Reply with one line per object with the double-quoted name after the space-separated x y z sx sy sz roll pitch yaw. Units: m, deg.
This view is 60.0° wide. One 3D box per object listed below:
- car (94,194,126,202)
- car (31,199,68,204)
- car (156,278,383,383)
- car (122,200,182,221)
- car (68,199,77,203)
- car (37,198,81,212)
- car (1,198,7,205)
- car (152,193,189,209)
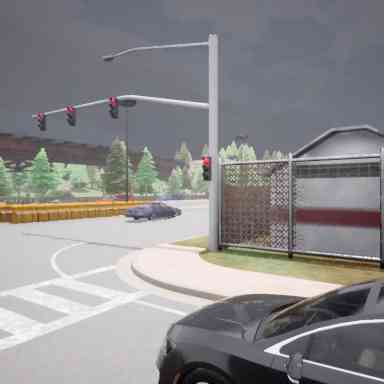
-8.743 1.221 37.910 2.150 2.045 5.566 0 0 34 "car"
-13.879 1.564 30.200 1.994 1.385 4.181 0 0 33 "car"
1.873 1.505 2.671 4.892 1.490 1.837 0 0 36 "car"
-3.055 1.547 27.161 2.033 1.411 5.357 0 0 34 "car"
-14.903 1.601 34.978 1.895 1.301 4.718 0 0 34 "car"
-15.841 1.526 39.857 1.812 1.442 4.674 0 0 34 "car"
-20.676 1.352 32.635 2.097 1.767 4.553 0 0 34 "car"
-2.946 1.221 46.573 2.150 2.045 5.566 0 0 34 "car"
